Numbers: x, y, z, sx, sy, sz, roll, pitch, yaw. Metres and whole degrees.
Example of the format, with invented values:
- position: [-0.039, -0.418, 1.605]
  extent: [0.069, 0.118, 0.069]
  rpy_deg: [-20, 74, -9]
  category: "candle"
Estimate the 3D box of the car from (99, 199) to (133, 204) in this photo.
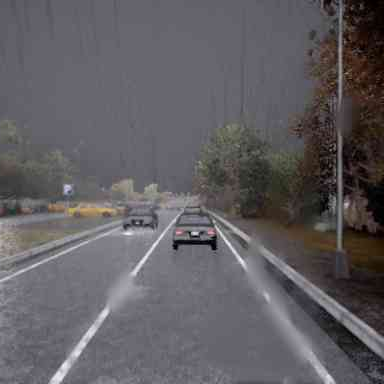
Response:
- position: [-10.343, 2.024, 42.405]
  extent: [4.553, 1.767, 2.185]
  rpy_deg: [0, -2, 0]
  category: "car"

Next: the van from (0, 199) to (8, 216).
- position: [-23.514, 1.745, 36.978]
  extent: [4.442, 1.987, 1.878]
  rpy_deg: [0, -2, 0]
  category: "van"

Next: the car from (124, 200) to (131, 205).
- position: [-10.321, 2.054, 39.626]
  extent: [5.008, 1.535, 2.097]
  rpy_deg: [0, -2, 0]
  category: "car"

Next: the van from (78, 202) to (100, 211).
- position: [-23.475, 3.227, 75.834]
  extent: [4.442, 1.987, 1.878]
  rpy_deg: [0, -3, 0]
  category: "van"

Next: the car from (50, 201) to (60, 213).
- position: [-23.352, 2.339, 50.934]
  extent: [4.553, 1.767, 2.185]
  rpy_deg: [0, -2, 0]
  category: "car"

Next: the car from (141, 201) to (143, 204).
- position: [-10.306, 2.496, 50.717]
  extent: [4.674, 1.452, 2.002]
  rpy_deg: [0, -2, 0]
  category: "car"

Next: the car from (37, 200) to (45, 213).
- position: [-23.382, 2.260, 45.393]
  extent: [4.892, 1.521, 2.231]
  rpy_deg: [0, -2, 0]
  category: "car"

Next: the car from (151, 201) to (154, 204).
- position: [-10.292, 3.012, 64.589]
  extent: [4.674, 1.452, 2.002]
  rpy_deg: [0, -2, 0]
  category: "car"

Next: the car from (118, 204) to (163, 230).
- position: [-3.337, 1.741, 22.299]
  extent: [1.994, 1.385, 4.181]
  rpy_deg: [0, -1, 0]
  category: "car"

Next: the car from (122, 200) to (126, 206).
- position: [-10.323, 1.967, 36.855]
  extent: [4.892, 1.521, 2.231]
  rpy_deg: [0, -2, 0]
  category: "car"

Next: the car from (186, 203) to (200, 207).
- position: [0.116, 1.948, 35.088]
  extent: [2.128, 1.511, 4.902]
  rpy_deg: [0, -2, 0]
  category: "car"

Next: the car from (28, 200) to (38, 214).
- position: [-23.206, 2.155, 42.627]
  extent: [5.366, 1.575, 1.946]
  rpy_deg: [0, -2, 0]
  category: "car"

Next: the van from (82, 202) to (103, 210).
- position: [-23.473, 3.367, 78.475]
  extent: [4.442, 1.987, 1.878]
  rpy_deg: [0, -3, 0]
  category: "van"

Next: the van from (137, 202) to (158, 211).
- position: [-10.162, 3.218, 75.677]
  extent: [4.442, 1.987, 1.878]
  rpy_deg: [0, -3, 0]
  category: "van"

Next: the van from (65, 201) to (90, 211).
- position: [-23.250, 2.857, 67.548]
  extent: [4.442, 1.987, 1.878]
  rpy_deg: [0, -2, 0]
  category: "van"

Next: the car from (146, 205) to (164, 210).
- position: [-10.256, 4.331, 92.299]
  extent: [4.892, 1.521, 2.231]
  rpy_deg: [0, -3, 0]
  category: "car"

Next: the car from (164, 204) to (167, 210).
- position: [-10.080, 4.179, 89.526]
  extent: [5.366, 1.575, 1.946]
  rpy_deg: [0, -3, 0]
  category: "car"

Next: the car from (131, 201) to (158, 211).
- position: [-10.310, 3.045, 72.906]
  extent: [5.566, 2.045, 2.435]
  rpy_deg: [0, -3, 0]
  category: "car"

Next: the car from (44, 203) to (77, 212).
- position: [-23.369, 2.775, 59.236]
  extent: [4.892, 1.521, 2.231]
  rpy_deg: [0, -2, 0]
  category: "car"

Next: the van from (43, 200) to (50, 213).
- position: [-23.503, 2.136, 48.170]
  extent: [4.442, 1.987, 1.878]
  rpy_deg: [0, -2, 0]
  category: "van"

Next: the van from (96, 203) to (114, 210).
- position: [-23.462, 3.957, 89.540]
  extent: [4.442, 1.987, 1.878]
  rpy_deg: [0, -3, 0]
  category: "van"

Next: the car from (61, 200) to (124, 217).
- position: [-10.134, 1.884, 34.087]
  extent: [5.366, 1.575, 1.946]
  rpy_deg: [0, -2, 0]
  category: "car"

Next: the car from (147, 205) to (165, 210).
- position: [-10.266, 4.479, 95.071]
  extent: [4.892, 1.521, 2.231]
  rpy_deg: [0, -3, 0]
  category: "car"

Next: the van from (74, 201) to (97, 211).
- position: [-23.245, 3.072, 72.935]
  extent: [4.442, 1.987, 1.878]
  rpy_deg: [0, -3, 0]
  category: "van"

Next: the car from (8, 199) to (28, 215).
- position: [-23.422, 1.810, 39.869]
  extent: [5.566, 2.045, 2.435]
  rpy_deg: [0, -2, 0]
  category: "car"

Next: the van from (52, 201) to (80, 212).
- position: [-23.489, 2.651, 62.012]
  extent: [4.442, 1.987, 1.878]
  rpy_deg: [0, -2, 0]
  category: "van"

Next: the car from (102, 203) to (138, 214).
- position: [-10.336, 2.383, 47.944]
  extent: [4.792, 1.488, 2.163]
  rpy_deg: [0, -2, 0]
  category: "car"

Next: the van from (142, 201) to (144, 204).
- position: [-10.417, 2.334, 53.502]
  extent: [4.442, 1.987, 1.878]
  rpy_deg: [0, -2, 0]
  category: "van"

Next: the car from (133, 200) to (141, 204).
- position: [-10.281, 1.999, 45.180]
  extent: [5.566, 2.045, 2.435]
  rpy_deg: [0, -2, 0]
  category: "car"

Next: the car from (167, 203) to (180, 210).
- position: [-3.241, 2.991, 64.139]
  extent: [1.837, 1.490, 4.892]
  rpy_deg: [0, -2, 1]
  category: "car"

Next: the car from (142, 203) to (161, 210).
- position: [-10.239, 3.762, 83.989]
  extent: [4.553, 1.767, 2.185]
  rpy_deg: [0, -3, 0]
  category: "car"

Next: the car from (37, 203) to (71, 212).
- position: [-23.373, 2.670, 56.467]
  extent: [5.008, 1.535, 2.097]
  rpy_deg: [0, -2, 0]
  category: "car"

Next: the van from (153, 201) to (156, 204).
- position: [-10.170, 2.850, 67.373]
  extent: [4.442, 1.987, 1.878]
  rpy_deg: [0, -2, 0]
  category: "van"

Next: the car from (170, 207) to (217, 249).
- position: [0.107, 1.620, 14.945]
  extent: [2.033, 1.411, 5.357]
  rpy_deg: [0, -1, 0]
  category: "car"

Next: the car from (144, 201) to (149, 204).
- position: [-10.303, 2.663, 56.268]
  extent: [5.008, 1.535, 2.097]
  rpy_deg: [0, -2, 0]
  category: "car"

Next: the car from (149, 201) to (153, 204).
- position: [-10.263, 2.898, 61.814]
  extent: [4.792, 1.488, 2.163]
  rpy_deg: [0, -2, 0]
  category: "car"
